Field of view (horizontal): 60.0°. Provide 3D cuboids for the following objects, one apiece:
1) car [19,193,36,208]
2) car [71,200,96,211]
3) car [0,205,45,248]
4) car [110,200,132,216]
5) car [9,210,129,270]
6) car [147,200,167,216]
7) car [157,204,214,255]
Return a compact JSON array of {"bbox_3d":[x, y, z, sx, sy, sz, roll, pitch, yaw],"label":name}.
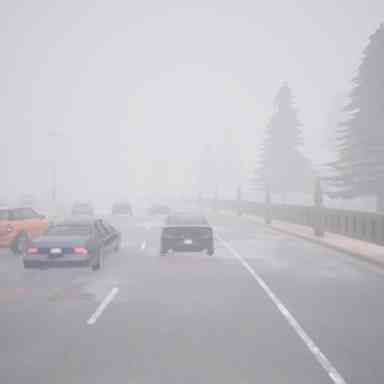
[{"bbox_3d":[-24.670,1.239,49.791,2.150,2.045,5.566,0,0,-26],"label":"car"},{"bbox_3d":[-10.165,1.504,31.222,2.128,1.511,4.902,0,0,-14],"label":"car"},{"bbox_3d":[-7.320,1.357,13.677,2.097,1.767,4.553,0,0,-4],"label":"car"},{"bbox_3d":[-6.951,1.490,32.781,1.882,1.535,5.008,0,0,-14],"label":"car"},{"bbox_3d":[-3.605,1.552,11.008,2.033,1.411,5.357,0,0,-3],"label":"car"},{"bbox_3d":[-3.244,1.538,32.275,1.812,1.442,4.674,0,0,-14],"label":"car"},{"bbox_3d":[-0.279,1.483,13.390,1.882,1.535,5.008,0,0,-4],"label":"car"}]
